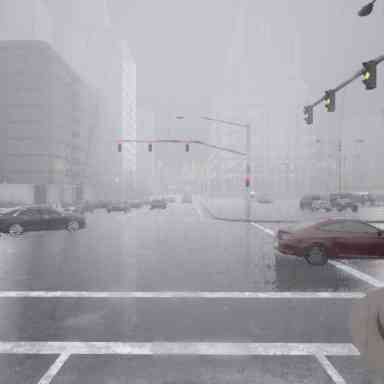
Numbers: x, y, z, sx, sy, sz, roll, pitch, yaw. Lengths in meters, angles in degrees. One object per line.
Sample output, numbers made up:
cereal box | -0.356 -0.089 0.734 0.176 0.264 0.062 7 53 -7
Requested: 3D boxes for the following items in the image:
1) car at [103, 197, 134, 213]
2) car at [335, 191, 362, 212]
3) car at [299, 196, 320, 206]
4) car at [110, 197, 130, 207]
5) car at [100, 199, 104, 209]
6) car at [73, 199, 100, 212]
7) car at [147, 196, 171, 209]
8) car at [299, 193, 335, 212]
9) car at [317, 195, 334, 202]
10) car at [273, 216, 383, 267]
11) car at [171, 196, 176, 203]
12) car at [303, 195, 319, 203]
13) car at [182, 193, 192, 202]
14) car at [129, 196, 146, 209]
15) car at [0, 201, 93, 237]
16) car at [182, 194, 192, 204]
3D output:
car | -7.996 1.564 36.730 1.994 1.385 4.181 0 0 0
car | 16.053 1.156 35.696 1.905 1.878 3.866 0 0 0
car | 18.716 1.395 53.170 1.970 1.475 3.806 0 0 0
car | -11.592 1.547 53.943 2.033 1.411 5.357 0 0 0
car | -11.536 1.601 43.403 1.895 1.301 4.718 0 0 0
car | -11.481 1.492 34.135 2.128 1.511 4.902 0 0 0
car | -4.348 1.491 44.385 2.128 1.511 4.902 0 0 0
car | 13.159 1.153 35.744 1.932 1.855 4.605 0 0 0
car | 27.341 1.364 68.293 1.784 1.438 3.905 0 0 0
car | 5.038 1.526 10.844 4.674 1.442 1.812 0 0 0
car | -4.554 1.564 70.100 1.994 1.385 4.181 0 0 0
car | 24.446 1.395 68.286 1.970 1.475 3.806 0 0 0
car | -1.122 1.181 74.394 2.097 1.767 4.553 0 0 0
car | -8.047 1.352 45.432 2.097 1.767 4.553 0 0 0
car | -8.271 1.505 18.133 4.892 1.490 1.837 0 2 -41
car | -1.070 1.601 65.665 1.895 1.301 4.718 0 0 0
